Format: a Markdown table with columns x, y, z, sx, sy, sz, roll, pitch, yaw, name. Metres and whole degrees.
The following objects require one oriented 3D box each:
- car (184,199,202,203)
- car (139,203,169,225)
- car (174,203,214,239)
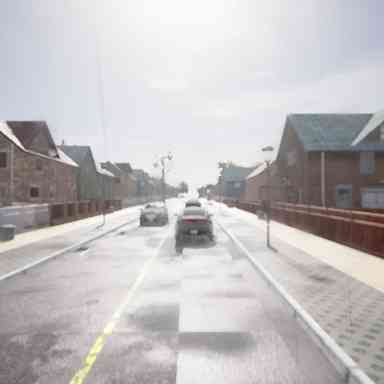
| x | y | z | sx | sy | sz | roll | pitch | yaw | name |
| --- | --- | --- | --- | --- | --- | --- | --- | --- | --- |
| 0.111 | 1.596 | 39.451 | 1.882 | 1.535 | 5.008 | 0 | 0 | 0 | car |
| -2.743 | 1.561 | 24.732 | 2.128 | 1.511 | 4.902 | 0 | 0 | 0 | car |
| 0.105 | 1.552 | 17.461 | 1.837 | 1.490 | 4.892 | 0 | 0 | 0 | car |
